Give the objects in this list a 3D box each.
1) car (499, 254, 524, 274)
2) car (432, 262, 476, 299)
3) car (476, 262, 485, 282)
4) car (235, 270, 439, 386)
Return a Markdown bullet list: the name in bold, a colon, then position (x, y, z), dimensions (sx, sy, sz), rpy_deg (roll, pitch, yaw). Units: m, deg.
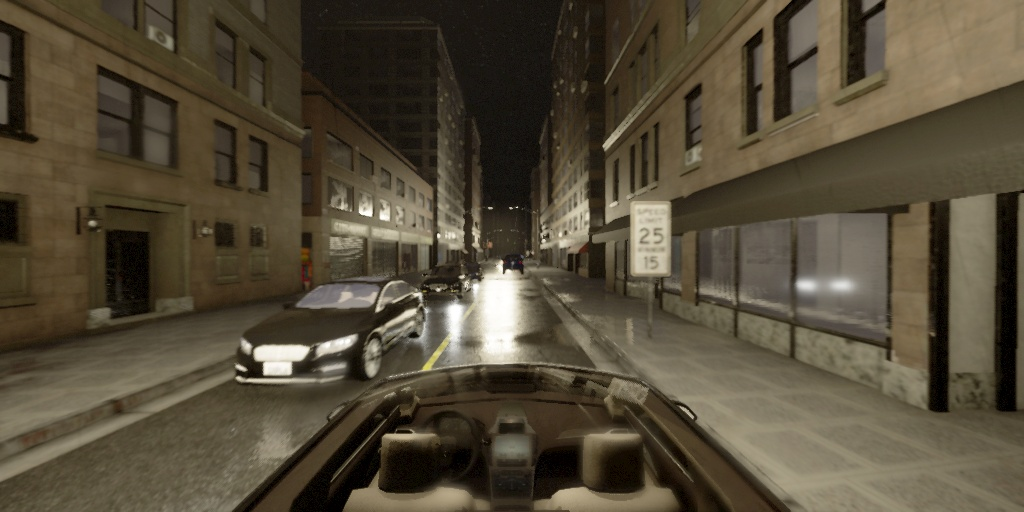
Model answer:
- **car**: position (0.090, 0.771, 36.842), dimensions (2.150, 2.045, 5.566), rpy_deg (0, 0, 0)
- **car**: position (-3.078, 1.165, 17.428), dimensions (1.837, 1.490, 4.892), rpy_deg (0, 0, 0)
- **car**: position (-3.079, 1.149, 27.699), dimensions (2.033, 1.411, 5.357), rpy_deg (0, 0, 0)
- **car**: position (-3.093, 1.211, 7.180), dimensions (2.128, 1.511, 4.902), rpy_deg (0, 0, 0)
